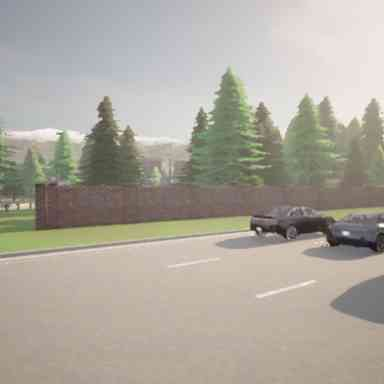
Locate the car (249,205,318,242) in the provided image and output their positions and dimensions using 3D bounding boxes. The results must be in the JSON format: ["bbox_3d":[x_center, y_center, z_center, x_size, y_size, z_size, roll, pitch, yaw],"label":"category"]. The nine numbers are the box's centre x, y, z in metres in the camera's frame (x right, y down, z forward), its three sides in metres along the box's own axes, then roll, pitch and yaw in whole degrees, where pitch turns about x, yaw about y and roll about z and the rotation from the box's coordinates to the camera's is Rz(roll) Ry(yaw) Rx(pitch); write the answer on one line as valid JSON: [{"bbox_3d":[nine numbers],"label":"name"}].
[{"bbox_3d":[4.918,1.390,15.924,4.902,1.511,2.128,-1,0,-35],"label":"car"}]

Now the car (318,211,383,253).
[{"bbox_3d":[7.261,1.460,13.291,4.181,1.385,1.994,-1,0,-35],"label":"car"}]
